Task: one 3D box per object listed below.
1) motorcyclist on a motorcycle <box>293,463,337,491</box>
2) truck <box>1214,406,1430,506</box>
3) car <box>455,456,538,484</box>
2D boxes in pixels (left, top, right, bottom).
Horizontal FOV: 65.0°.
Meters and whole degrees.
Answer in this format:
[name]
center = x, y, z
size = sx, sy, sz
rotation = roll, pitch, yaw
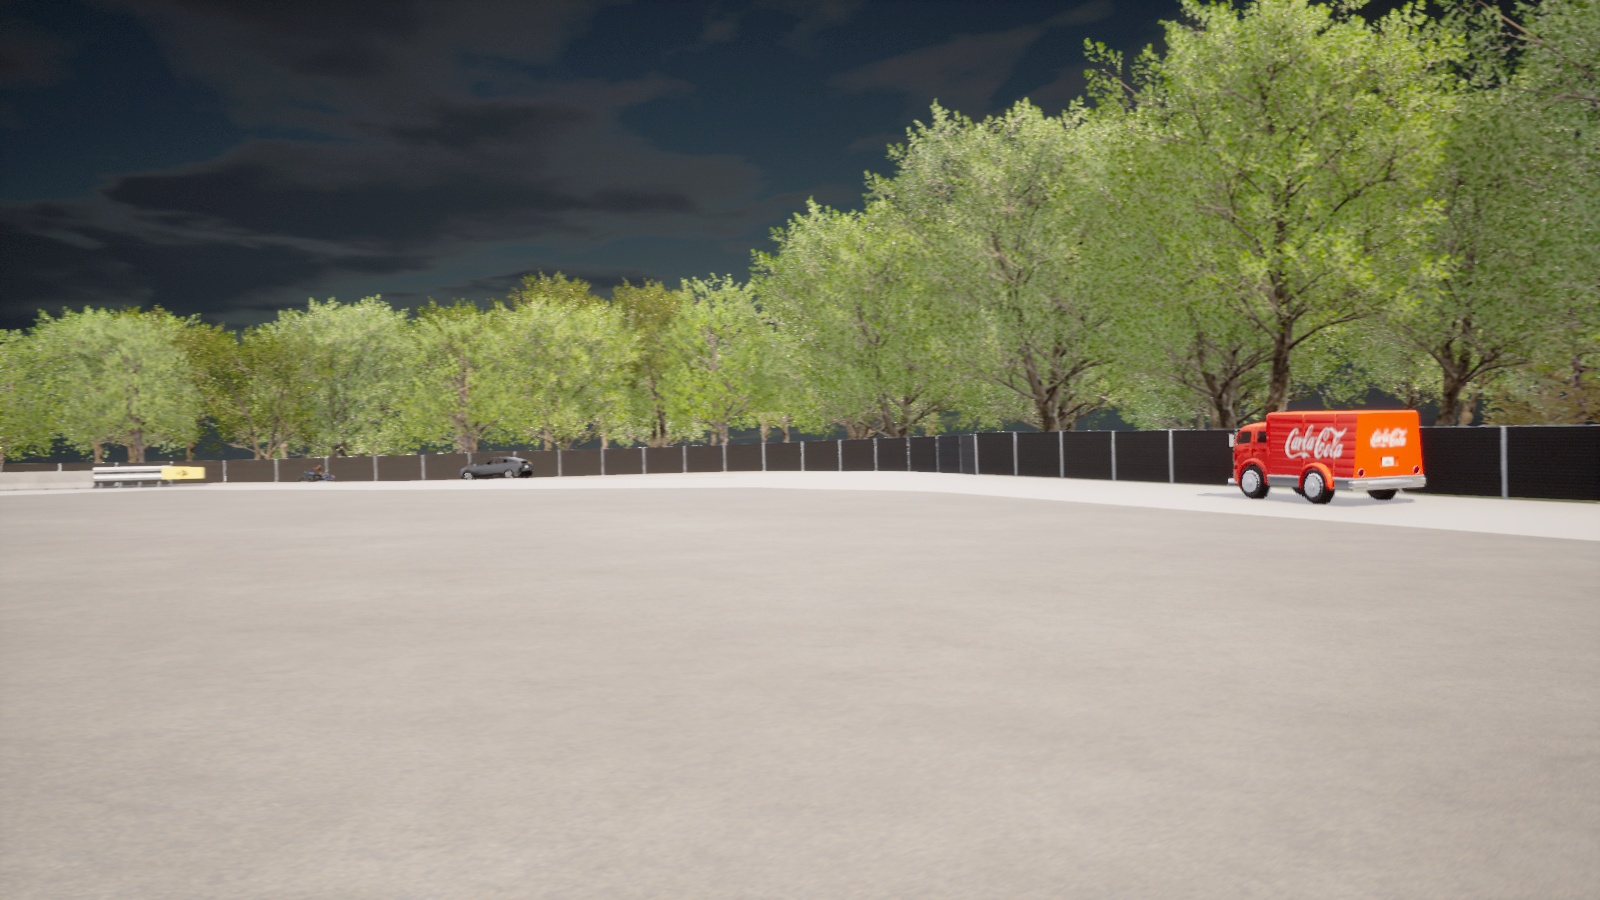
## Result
[motorcyclist on a motorcycle]
center = -29.993, 1.665, 77.679
size = 2.350, 1.649, 0.766
rotation = -2, 0, -10
[truck]
center = 14.277, 0.096, 34.738
size = 2.627, 2.467, 5.204
rotation = -2, 1, -20
[car]
center = -18.650, 1.232, 77.269
size = 4.514, 1.525, 2.007
rotation = -2, 0, 18
